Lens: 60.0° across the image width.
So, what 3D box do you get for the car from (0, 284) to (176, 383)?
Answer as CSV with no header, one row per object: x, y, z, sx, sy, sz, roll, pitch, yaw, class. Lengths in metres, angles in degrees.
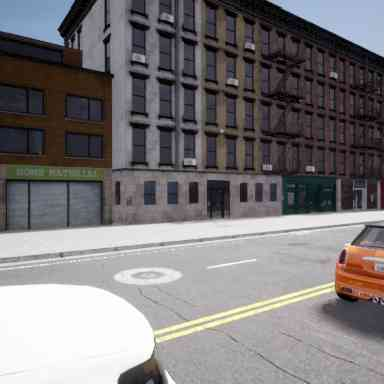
-2.693,1.220,1.534,5.566,2.045,2.150,0,0,-36,car

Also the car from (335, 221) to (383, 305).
5.088,1.352,7.034,4.553,1.767,2.097,0,0,-35,car
